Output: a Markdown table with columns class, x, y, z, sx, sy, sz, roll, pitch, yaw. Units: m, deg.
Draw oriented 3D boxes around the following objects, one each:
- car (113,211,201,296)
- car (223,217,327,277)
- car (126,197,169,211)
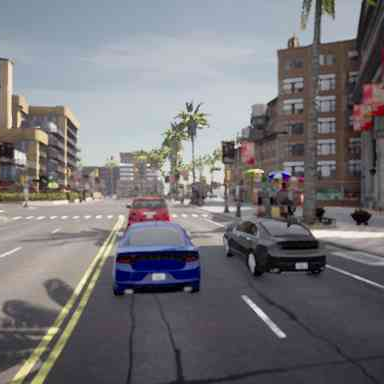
| class | x | y | z | sx | sy | sz | roll | pitch | yaw |
| --- | --- | --- | --- | --- | --- | --- | --- | --- | --- |
| car | -0.985 | 1.505 | 8.891 | 1.882 | 1.535 | 5.008 | 0 | 0 | -8 |
| car | 2.305 | 1.535 | 10.395 | 1.837 | 1.490 | 4.892 | 0 | 0 | -8 |
| car | -2.463 | 1.278 | 18.532 | 2.150 | 2.045 | 5.566 | 0 | 0 | -9 |
